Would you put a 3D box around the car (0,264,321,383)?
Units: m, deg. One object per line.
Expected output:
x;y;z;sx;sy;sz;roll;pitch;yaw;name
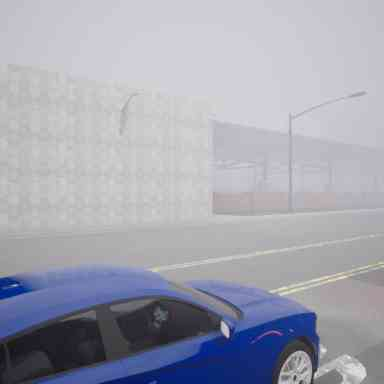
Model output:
-0.791;1.478;3.185;5.008;1.535;1.882;0;0;-36;car
